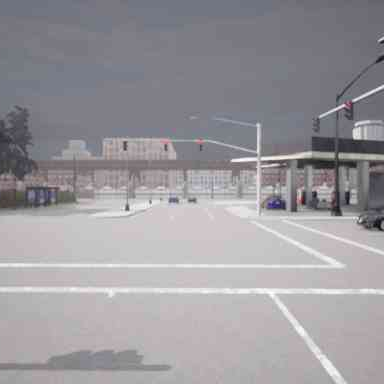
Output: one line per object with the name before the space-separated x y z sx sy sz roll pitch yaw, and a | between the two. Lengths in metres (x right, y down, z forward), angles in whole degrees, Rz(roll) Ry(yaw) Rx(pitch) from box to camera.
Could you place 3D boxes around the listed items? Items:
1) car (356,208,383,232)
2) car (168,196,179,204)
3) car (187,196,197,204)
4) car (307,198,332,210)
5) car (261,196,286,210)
car | 12.294 1.491 19.583 4.892 1.490 1.837 0 0 -1
car | -3.490 1.434 64.423 1.882 1.535 5.008 0 0 0
car | 0.010 1.504 64.423 2.033 1.411 5.357 0 0 0
car | 15.461 1.428 40.508 1.970 1.475 3.806 0 0 0
car | 9.716 1.268 39.746 2.242 1.667 4.611 0 0 0
